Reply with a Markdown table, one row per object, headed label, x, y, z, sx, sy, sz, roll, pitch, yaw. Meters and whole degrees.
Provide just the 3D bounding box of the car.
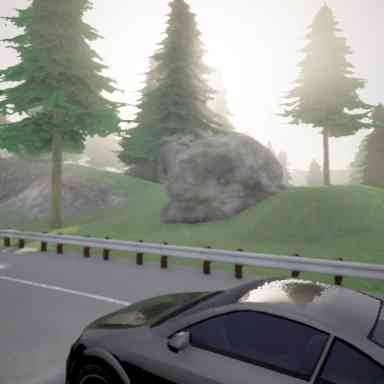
| label | x | y | z | sx | sy | sz | roll | pitch | yaw |
| --- | --- | --- | --- | --- | --- | --- | --- | --- | --- |
| car | 0.724 | 1.563 | 3.117 | 4.181 | 1.385 | 1.994 | 0 | 0 | 34 |
